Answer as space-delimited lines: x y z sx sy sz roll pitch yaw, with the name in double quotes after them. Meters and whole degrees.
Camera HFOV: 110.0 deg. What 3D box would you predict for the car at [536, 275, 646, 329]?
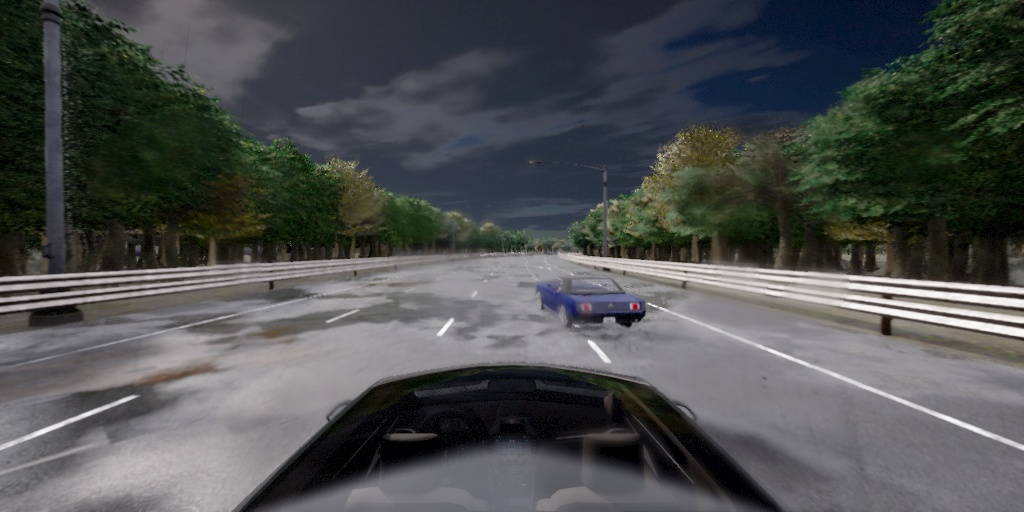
2.037 1.223 10.792 1.895 1.301 4.718 0 1 -8 "car"
